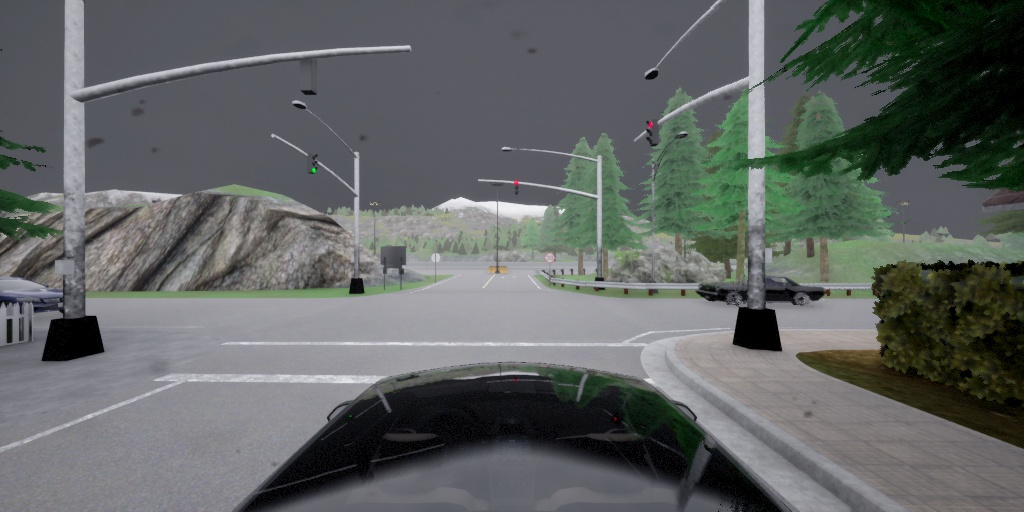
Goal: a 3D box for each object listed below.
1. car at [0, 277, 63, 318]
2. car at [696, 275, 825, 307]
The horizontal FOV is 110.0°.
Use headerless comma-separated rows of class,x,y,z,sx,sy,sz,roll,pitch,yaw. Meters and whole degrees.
car,-18.275,1.467,12.735,4.674,1.442,1.812,0,0,0
car,11.075,1.543,16.265,4.718,1.301,1.895,0,0,0
